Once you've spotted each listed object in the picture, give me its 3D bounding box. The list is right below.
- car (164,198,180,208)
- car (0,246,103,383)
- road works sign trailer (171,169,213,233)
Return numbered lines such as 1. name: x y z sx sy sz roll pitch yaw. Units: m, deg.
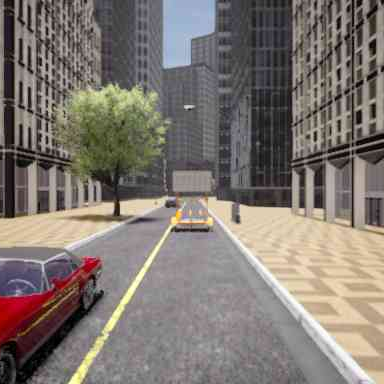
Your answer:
1. car: -2.819 1.534 47.815 1.994 1.385 4.181 0 0 0
2. car: -2.851 1.595 4.961 1.895 1.301 4.718 0 0 0
3. road works sign trailer: 0.001 0.441 19.560 2.380 3.560 2.880 0 0 0
